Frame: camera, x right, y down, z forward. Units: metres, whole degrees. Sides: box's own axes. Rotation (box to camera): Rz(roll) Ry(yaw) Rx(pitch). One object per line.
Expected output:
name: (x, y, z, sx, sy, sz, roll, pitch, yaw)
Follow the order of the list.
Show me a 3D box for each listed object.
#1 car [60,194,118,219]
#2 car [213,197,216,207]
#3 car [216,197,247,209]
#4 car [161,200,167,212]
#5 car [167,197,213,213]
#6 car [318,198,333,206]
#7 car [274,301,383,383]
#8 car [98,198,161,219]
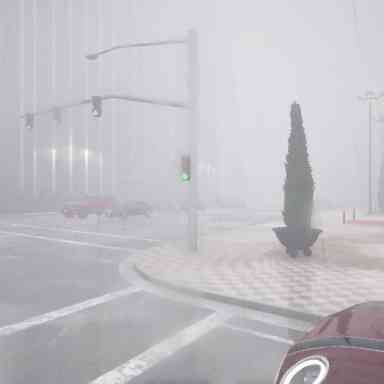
car: (-8.944, 1.221, 29.907, 2.150, 2.045, 5.566, 0, 0, 35)
car: (2.587, 1.478, 46.448, 1.882, 1.535, 5.008, 0, 0, 35)
car: (5.671, 1.492, 44.749, 2.128, 1.511, 4.902, 0, 0, 35)
car: (-3.241, 1.564, 38.095, 1.994, 1.385, 4.181, 0, 0, 35)
car: (-0.139, 1.492, 36.431, 2.128, 1.511, 4.902, 0, 0, 35)
car: (22.573, 1.601, 56.451, 1.895, 1.301, 4.718, 0, 0, 34)
car: (2.793, 1.352, 1.978, 4.553, 1.767, 2.097, 0, 0, 36)
car: (-5.349, 1.492, 28.958, 2.128, 1.511, 4.902, 0, 0, 35)
